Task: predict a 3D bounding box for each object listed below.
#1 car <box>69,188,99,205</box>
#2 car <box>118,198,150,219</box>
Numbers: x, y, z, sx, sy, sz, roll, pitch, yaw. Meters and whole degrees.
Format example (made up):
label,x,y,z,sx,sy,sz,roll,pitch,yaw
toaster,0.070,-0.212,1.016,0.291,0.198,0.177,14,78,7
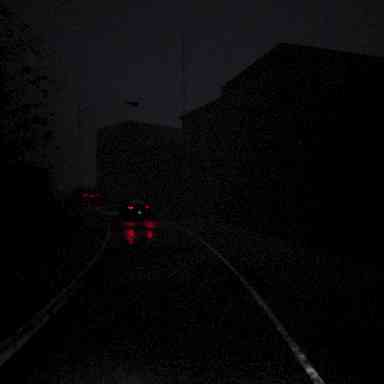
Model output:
label,x,y,z,sx,sy,sz,roll,pitch,yaw
car,-13.211,0.464,40.491,2.150,2.045,5.566,-1,2,-38
car,-4.506,1.195,25.650,1.812,1.442,4.674,0,2,-21
